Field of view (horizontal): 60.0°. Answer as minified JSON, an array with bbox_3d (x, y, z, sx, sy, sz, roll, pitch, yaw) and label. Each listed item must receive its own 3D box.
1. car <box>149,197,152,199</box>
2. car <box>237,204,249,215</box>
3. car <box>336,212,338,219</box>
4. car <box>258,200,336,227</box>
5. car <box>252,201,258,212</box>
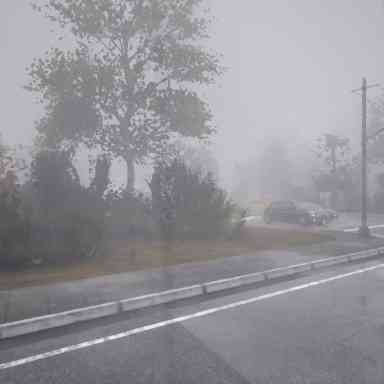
[{"bbox_3d":[-6.958,1.873,53.720,5.566,2.045,2.150,-1,-1,39],"label":"car"},{"bbox_3d":[3.501,1.781,33.716,1.994,1.385,4.181,0,-1,-42],"label":"car"},{"bbox_3d":[9.212,1.594,26.889,1.837,1.490,4.892,0,-1,-42],"label":"car"},{"bbox_3d":[7.313,1.426,23.643,2.097,1.767,4.553,0,-1,-38],"label":"car"},{"bbox_3d":[8.248,1.711,39.252,1.882,1.535,5.008,0,-2,-41],"label":"car"}]
